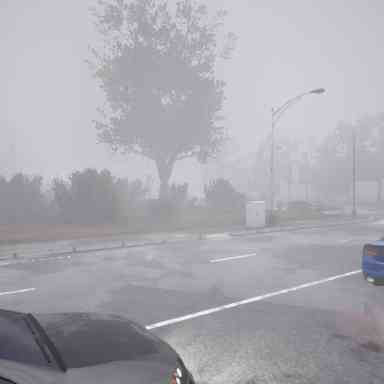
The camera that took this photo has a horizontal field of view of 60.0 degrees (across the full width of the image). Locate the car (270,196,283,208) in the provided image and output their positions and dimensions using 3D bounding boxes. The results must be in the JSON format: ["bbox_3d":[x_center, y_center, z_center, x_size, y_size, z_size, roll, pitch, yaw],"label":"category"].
[{"bbox_3d":[11.155,1.344,48.326,2.097,1.767,4.553,0,0,-33],"label":"car"}]

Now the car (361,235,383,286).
[{"bbox_3d":[6.159,1.478,8.178,5.008,1.535,1.882,0,0,-36],"label":"car"}]

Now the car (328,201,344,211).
[{"bbox_3d":[16.035,1.601,40.705,1.895,1.301,4.718,0,0,-33],"label":"car"}]

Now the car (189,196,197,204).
[{"bbox_3d":[-0.644,1.458,59.892,1.812,1.442,4.674,0,0,-34],"label":"car"}]

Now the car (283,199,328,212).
[{"bbox_3d":[13.144,1.564,38.724,1.994,1.385,4.181,0,0,-33],"label":"car"}]

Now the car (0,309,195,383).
[{"bbox_3d":[-1.975,1.564,2.329,4.181,1.385,1.994,0,0,-36],"label":"car"}]

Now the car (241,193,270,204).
[{"bbox_3d":[7.860,1.212,46.989,2.150,2.045,5.566,0,0,-33],"label":"car"}]
